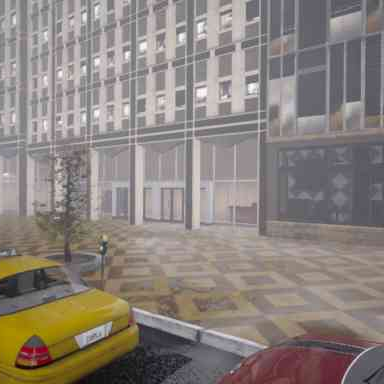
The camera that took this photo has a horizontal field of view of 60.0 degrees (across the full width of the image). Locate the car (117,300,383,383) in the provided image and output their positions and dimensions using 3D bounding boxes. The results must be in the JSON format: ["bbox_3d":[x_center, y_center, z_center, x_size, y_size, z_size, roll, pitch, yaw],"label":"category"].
[{"bbox_3d":[1.820,1.440,1.566,4.097,1.590,1.967,0,1,36],"label":"car"}]

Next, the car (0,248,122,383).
[{"bbox_3d":[-2.944,1.524,4.967,4.829,1.417,1.752,0,1,36],"label":"car"}]
